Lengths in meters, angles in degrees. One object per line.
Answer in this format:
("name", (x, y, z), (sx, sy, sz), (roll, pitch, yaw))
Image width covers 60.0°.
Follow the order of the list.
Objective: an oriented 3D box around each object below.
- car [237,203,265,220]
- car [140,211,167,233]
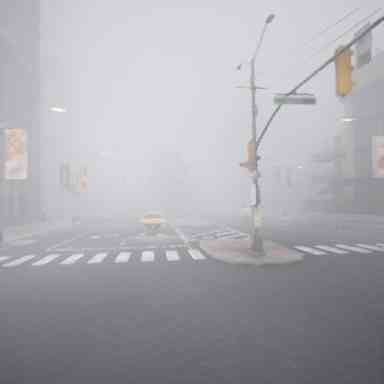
("car", (7.054, 2.328, 39.933), (2.150, 2.045, 5.566), (-1, -2, -6))
("car", (-3.051, 2.331, 26.372), (1.882, 1.535, 5.008), (-1, -2, -6))
